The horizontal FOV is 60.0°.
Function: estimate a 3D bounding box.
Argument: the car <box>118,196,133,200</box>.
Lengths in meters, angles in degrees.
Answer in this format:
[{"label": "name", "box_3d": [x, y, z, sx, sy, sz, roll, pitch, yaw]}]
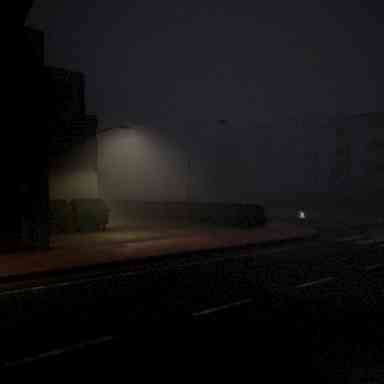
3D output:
[{"label": "car", "box_3d": [-12.032, 1.424, 56.708, 1.837, 1.490, 4.892, 0, 0, -43]}]

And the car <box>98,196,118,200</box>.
[{"label": "car", "box_3d": [-14.285, 1.492, 53.954, 1.994, 1.385, 4.181, 0, 0, -42]}]

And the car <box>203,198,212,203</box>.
[{"label": "car", "box_3d": [0.686, 1.403, 39.647, 2.128, 1.511, 4.902, 0, 0, -36]}]

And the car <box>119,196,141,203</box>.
[{"label": "car", "box_3d": [-12.309, 1.458, 66.369, 4.181, 1.385, 1.994, 0, 0, 38]}]

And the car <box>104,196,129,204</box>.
[{"label": "car", "box_3d": [-14.522, 1.508, 63.650, 4.718, 1.301, 1.895, 0, 0, 34]}]

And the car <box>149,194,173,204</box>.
[{"label": "car", "box_3d": [-5.556, 1.240, 59.752, 2.097, 1.767, 4.553, 0, 0, -41]}]

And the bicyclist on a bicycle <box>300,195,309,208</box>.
[{"label": "bicyclist on a bicycle", "box_3d": [13.678, 1.172, 40.375, 1.656, 1.620, 0.582, -1, 0, -36]}]

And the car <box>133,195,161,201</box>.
[{"label": "car", "box_3d": [-7.687, 1.464, 56.929, 1.994, 1.385, 4.181, 0, 0, -40]}]

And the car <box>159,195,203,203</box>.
[{"label": "car", "box_3d": [-1.295, 1.403, 36.409, 1.882, 1.535, 5.008, 0, 0, -36]}]
